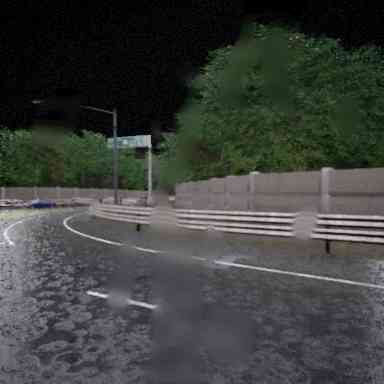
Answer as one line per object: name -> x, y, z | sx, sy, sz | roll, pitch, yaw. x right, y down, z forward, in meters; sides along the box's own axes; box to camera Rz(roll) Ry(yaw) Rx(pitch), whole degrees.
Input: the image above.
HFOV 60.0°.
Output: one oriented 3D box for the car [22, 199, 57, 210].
car -> -21.181, 1.739, 46.387 | 1.812, 1.442, 4.674 | -1, 0, 34
